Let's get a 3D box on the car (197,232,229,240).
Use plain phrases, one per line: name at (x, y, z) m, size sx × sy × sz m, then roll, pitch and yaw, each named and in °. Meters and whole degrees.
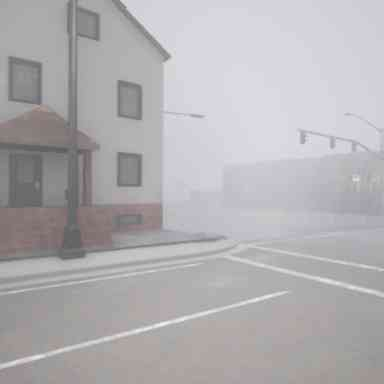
car at (1.228, 4.088, 28.505) m, size 1.994 × 1.385 × 4.181 m, roll -1°, pitch -13°, yaw -36°
